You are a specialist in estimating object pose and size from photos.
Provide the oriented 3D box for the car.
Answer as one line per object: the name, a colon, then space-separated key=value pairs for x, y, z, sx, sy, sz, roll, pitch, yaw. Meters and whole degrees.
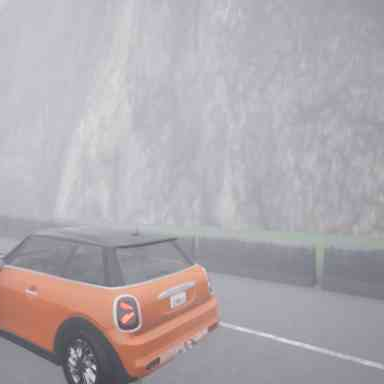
car: x=-1.899 y=1.334 z=5.340 sx=4.553 sy=1.767 sz=2.097 roll=0 pitch=0 yaw=36
